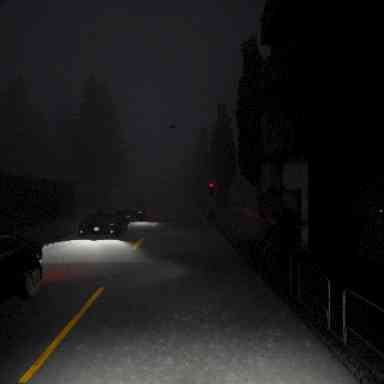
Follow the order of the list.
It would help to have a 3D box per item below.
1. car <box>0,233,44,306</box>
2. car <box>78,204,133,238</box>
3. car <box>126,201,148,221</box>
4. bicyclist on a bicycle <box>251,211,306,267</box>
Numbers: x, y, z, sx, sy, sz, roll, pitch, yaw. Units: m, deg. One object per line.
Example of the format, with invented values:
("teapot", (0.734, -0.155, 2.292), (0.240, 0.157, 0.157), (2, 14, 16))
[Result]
("car", (-4.218, 1.491, 5.626), (2.128, 1.511, 4.902), (0, 0, -2))
("car", (-4.551, 1.564, 17.618), (1.994, 1.385, 4.181), (0, 0, -2))
("car", (-4.744, 1.524, 27.441), (1.812, 1.442, 4.674), (0, 0, -2))
("bicyclist on a bicycle", (2.542, 1.388, 9.647), (1.656, 1.620, 0.582), (4, 0, -2))
